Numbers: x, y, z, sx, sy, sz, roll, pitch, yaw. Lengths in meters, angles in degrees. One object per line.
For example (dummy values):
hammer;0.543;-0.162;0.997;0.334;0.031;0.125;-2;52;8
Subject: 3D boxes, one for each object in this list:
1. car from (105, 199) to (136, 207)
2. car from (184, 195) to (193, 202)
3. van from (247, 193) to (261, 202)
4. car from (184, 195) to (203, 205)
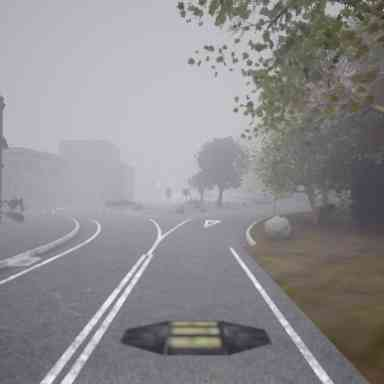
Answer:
car;-11.141;1.693;51.653;1.895;1.301;4.718;-2;-2;41
car;-0.871;1.504;79.426;2.097;1.767;4.553;0;0;1
van;18.162;1.740;91.872;4.442;1.987;1.878;0;1;1
car;0.051;1.737;62.579;1.812;1.442;4.674;0;0;-15
